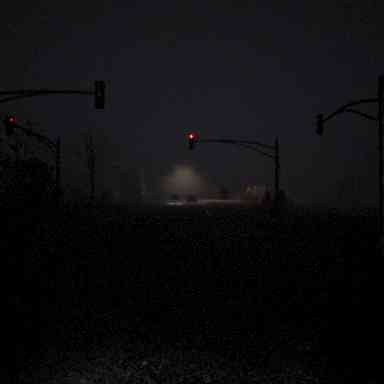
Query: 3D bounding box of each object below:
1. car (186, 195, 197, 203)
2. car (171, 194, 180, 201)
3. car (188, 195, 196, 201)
[{"bbox_3d":[-0.059,1.401,67.992,2.097,1.767,4.553,0,0,0],"label":"car"},{"bbox_3d":[-3.564,1.171,72.195,1.837,1.490,4.892,0,0,0],"label":"car"},{"bbox_3d":[-0.068,1.399,78.028,1.837,1.490,4.892,0,0,0],"label":"car"}]
